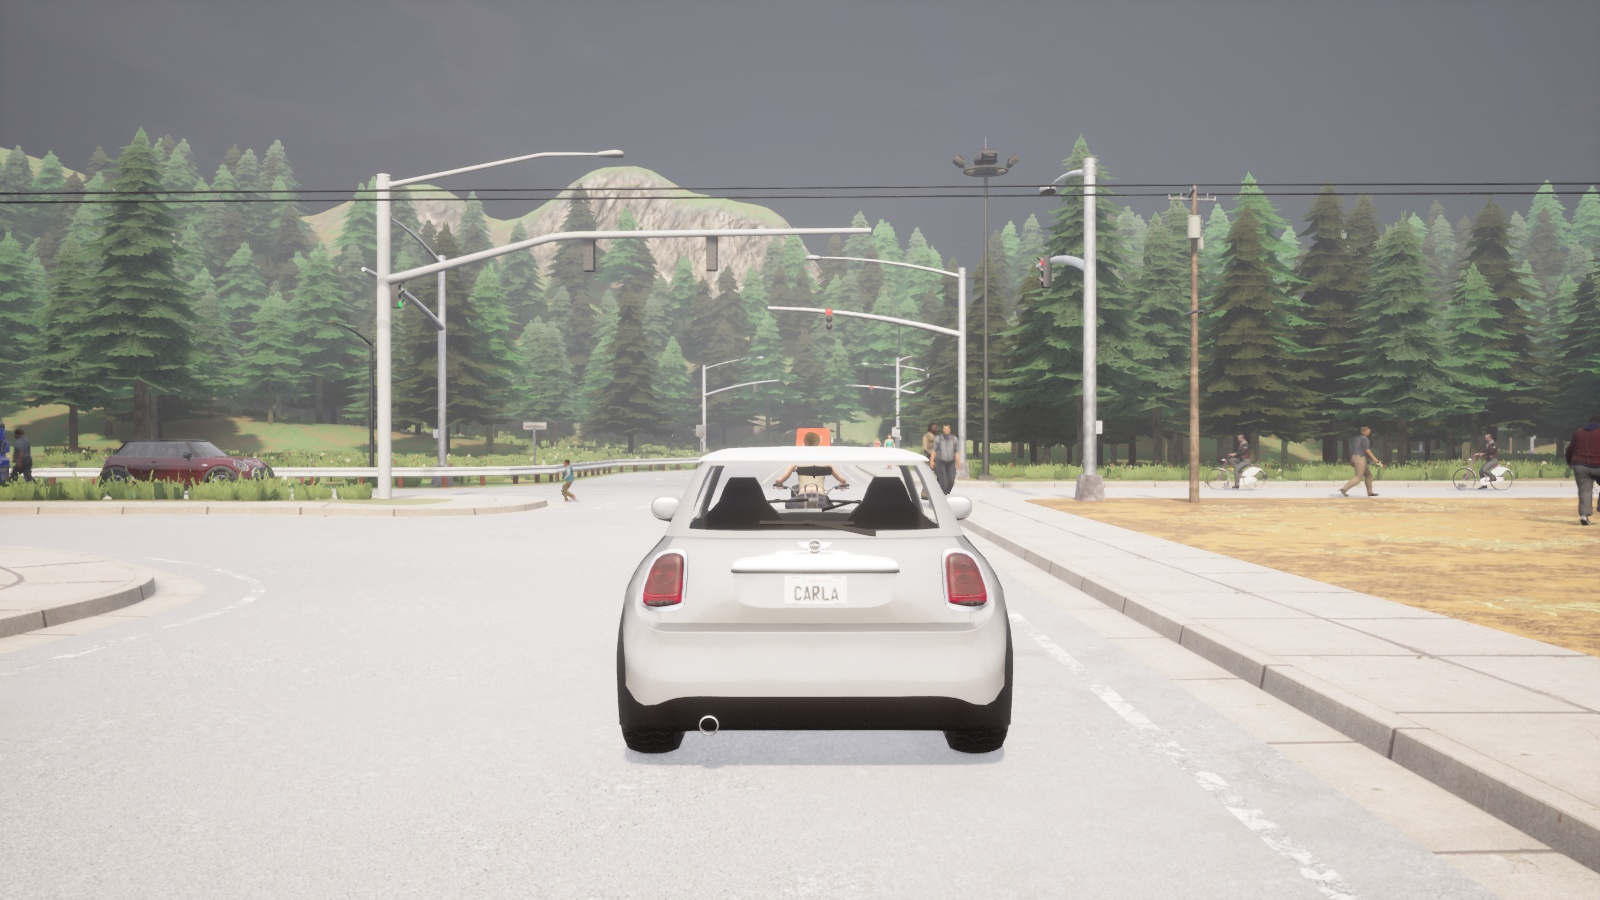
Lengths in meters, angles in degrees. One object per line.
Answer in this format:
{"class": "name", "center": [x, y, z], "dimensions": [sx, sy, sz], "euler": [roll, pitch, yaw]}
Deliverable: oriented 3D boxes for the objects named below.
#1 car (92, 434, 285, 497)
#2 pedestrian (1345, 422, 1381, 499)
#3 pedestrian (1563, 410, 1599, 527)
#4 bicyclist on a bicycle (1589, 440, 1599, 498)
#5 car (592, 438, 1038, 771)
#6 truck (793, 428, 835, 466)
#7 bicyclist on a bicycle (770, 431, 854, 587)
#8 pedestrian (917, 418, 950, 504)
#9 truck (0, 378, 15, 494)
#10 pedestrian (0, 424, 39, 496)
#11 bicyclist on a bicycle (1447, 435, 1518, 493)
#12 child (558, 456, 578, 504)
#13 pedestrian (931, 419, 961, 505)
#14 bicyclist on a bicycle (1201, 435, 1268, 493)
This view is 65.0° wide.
{"class": "car", "center": [-17.662, 0.430, 36.426], "dimensions": [4.553, 1.767, 2.097], "euler": [0, 0, 1]}
{"class": "pedestrian", "center": [13.740, 0.246, 30.650], "dimensions": [0.694, 1.848, 0.540], "euler": [0, 0, 10]}
{"class": "pedestrian", "center": [12.824, 0.285, 20.240], "dimensions": [0.899, 1.844, 0.634], "euler": [0, 0, -40]}
{"class": "bicyclist on a bicycle", "center": [23.252, 0.527, 35.372], "dimensions": [1.656, 1.620, 0.582], "euler": [0, 0, 1]}
{"class": "car", "center": [0.070, 0.672, 7.459], "dimensions": [1.970, 1.475, 3.806], "euler": [0, 0, 0]}
{"class": "truck", "center": [0.965, -0.210, 83.654], "dimensions": [2.627, 2.467, 5.204], "euler": [0, 0, 2]}
{"class": "bicyclist on a bicycle", "center": [0.123, 0.607, 13.751], "dimensions": [0.866, 1.612, 1.509], "euler": [0, 0, 0]}
{"class": "pedestrian", "center": [3.064, 0.247, 28.896], "dimensions": [0.396, 1.930, 0.692], "euler": [0, 0, -38]}
{"class": "truck", "center": [-27.785, -0.411, 36.683], "dimensions": [7.936, 3.462, 2.891], "euler": [0, 0, 1]}
{"class": "pedestrian", "center": [-20.161, 0.249, 32.416], "dimensions": [0.694, 1.848, 0.540], "euler": [0, 0, 1]}
{"class": "bicyclist on a bicycle", "center": [21.146, 0.425, 38.926], "dimensions": [1.843, 1.776, 0.659], "euler": [0, 0, 1]}
{"class": "child", "center": [-5.829, 0.748, 31.613], "dimensions": [0.448, 1.192, 0.343], "euler": [0, 0, -3]}
{"class": "pedestrian", "center": [3.190, 0.255, 27.460], "dimensions": [0.540, 1.848, 0.694], "euler": [0, 0, -3]}
{"class": "bicyclist on a bicycle", "center": [13.533, 0.424, 39.123], "dimensions": [1.843, 1.776, 0.659], "euler": [0, 0, 1]}
